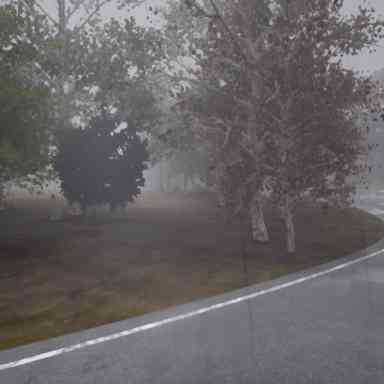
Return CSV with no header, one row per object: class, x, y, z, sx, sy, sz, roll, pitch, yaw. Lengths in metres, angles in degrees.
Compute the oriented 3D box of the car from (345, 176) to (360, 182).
car,30.441,-2.430,65.285,4.718,1.301,1.895,-4,3,-11
